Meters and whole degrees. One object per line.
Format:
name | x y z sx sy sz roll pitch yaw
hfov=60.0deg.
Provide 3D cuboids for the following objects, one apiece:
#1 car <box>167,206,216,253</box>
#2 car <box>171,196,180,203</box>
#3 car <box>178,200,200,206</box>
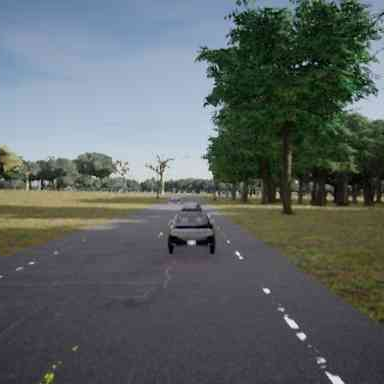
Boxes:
car | -0.005 1.600 14.266 2.128 1.511 4.902 0 0 0
car | -3.545 1.501 70.976 1.812 1.442 4.674 0 1 0
car | -0.014 1.646 29.448 1.882 1.535 5.008 0 0 0
